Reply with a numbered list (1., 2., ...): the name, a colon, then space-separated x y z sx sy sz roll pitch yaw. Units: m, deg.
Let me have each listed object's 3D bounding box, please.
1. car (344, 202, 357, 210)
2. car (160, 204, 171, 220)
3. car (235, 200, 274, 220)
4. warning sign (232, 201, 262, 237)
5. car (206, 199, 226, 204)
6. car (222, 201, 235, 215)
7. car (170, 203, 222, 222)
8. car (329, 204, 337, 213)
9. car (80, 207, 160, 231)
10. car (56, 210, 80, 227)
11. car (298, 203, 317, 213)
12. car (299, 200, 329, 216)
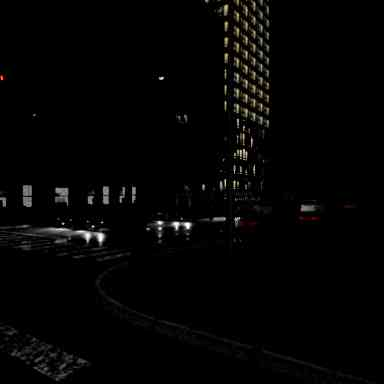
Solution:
1. car: 31.329 2.789 65.799 1.882 1.535 5.008 0 -1 33
2. car: -2.390 2.003 33.564 1.837 1.490 4.892 0 -1 33
3. car: 7.062 1.854 35.898 2.150 2.045 5.566 0 -1 33
4. warning sign: 3.091 1.454 18.556 1.300 1.860 1.060 1 1 33
5. car: 3.143 1.903 42.185 2.150 2.045 5.566 0 -1 32
6. car: 6.002 2.180 40.617 2.128 1.511 4.902 0 -1 33
7. car: 0.520 2.055 32.086 2.033 1.411 5.357 0 -1 33
8. car: 21.780 2.597 53.014 1.994 1.385 4.181 0 -1 33
9. car: -4.917 1.874 23.608 2.033 1.411 5.357 0 -1 33
10. car: -7.573 1.873 25.485 2.033 1.411 5.357 0 -1 33
11. car: 18.916 2.586 54.403 1.994 1.385 4.181 0 -1 33
12. car: 16.056 2.066 44.025 2.150 2.045 5.566 0 -1 35
